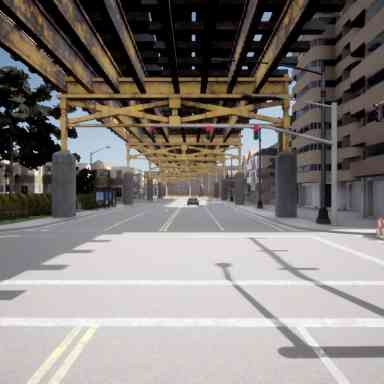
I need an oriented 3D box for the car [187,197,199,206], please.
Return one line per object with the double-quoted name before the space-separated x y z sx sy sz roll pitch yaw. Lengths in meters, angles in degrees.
"car" 0.178 1.564 56.250 1.994 1.385 4.181 0 0 0
